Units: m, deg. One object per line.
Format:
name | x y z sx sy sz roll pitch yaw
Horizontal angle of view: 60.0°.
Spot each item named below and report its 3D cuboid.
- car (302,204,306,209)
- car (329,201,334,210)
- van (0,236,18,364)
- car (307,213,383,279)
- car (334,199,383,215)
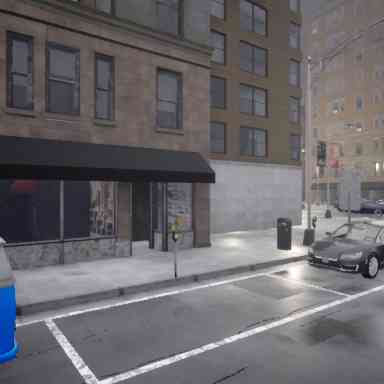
car | 10.514 1.432 38.895 2.033 1.411 5.357 0 0 -36
car | 18.550 1.383 39.214 1.882 1.535 5.008 0 0 -36
van | -3.958 1.341 3.364 3.998 1.788 1.690 0 0 -36
car | 5.252 1.551 9.951 4.403 1.369 2.008 0 0 -36
car | 16.193 1.531 31.028 1.895 1.301 4.718 0 0 -36
